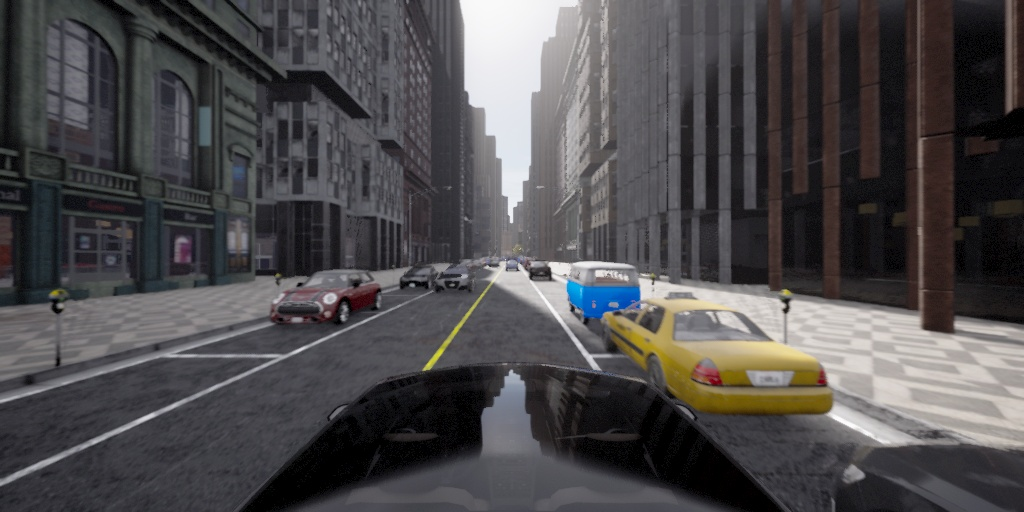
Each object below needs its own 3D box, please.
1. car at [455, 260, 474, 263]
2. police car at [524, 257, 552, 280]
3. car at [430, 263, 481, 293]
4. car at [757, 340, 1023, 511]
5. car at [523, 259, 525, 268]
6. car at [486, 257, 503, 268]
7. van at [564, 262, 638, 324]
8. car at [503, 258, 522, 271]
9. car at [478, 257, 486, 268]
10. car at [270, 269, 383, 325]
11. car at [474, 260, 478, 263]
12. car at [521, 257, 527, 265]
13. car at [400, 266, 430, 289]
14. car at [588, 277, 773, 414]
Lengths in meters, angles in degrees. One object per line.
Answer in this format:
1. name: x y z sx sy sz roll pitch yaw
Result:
1. car: -5.765 1.317 39.796 1.948 1.339 4.313 0 0 0
2. police car: 2.364 1.176 31.350 1.930 1.638 5.238 0 0 0
3. car: -3.099 1.313 20.507 1.994 1.385 4.181 0 0 0
4. car: 2.763 1.301 0.350 2.007 1.370 4.403 0 0 0
5. car: 2.759 1.298 45.443 1.888 1.381 4.507 0 0 0
6. car: -3.038 1.257 61.876 1.837 1.490 4.892 0 0 1
7. van: 2.762 1.090 11.623 1.690 1.789 3.998 0 0 0
8. car: 0.004 1.300 49.091 2.033 1.411 5.357 0 0 0
9. car: -5.766 1.304 56.705 2.007 1.370 4.403 0 0 0
10. car: -5.763 1.188 11.615 1.967 1.591 4.097 0 0 0
11. car: -5.766 1.191 45.433 1.967 1.591 4.097 0 0 0
12. car: 2.759 1.068 51.080 2.192 1.841 5.009 0 0 0
13. car: -5.764 1.315 22.887 1.948 1.339 4.313 0 0 0
14. car: 2.762 1.275 6.156 1.751 1.417 4.829 0 0 0
